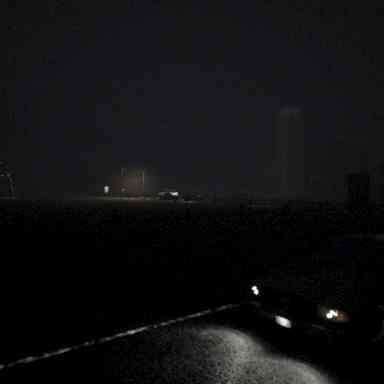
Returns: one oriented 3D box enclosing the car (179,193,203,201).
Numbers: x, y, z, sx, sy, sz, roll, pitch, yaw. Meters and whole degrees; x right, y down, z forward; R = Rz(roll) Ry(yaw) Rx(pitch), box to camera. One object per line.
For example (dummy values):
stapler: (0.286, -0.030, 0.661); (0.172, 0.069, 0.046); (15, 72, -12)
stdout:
car: (0.175, 0.993, 64.762); (2.128, 1.511, 4.902); (-1, 1, -36)

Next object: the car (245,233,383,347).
car: (3.528, 1.549, 6.503); (5.357, 1.411, 2.033); (0, 0, -35)

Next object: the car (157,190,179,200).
car: (-5.162, 0.504, 72.113); (2.150, 2.045, 5.566); (-1, 1, -36)

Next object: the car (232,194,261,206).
car: (7.961, 1.042, 49.077); (2.097, 1.767, 4.553); (-1, 1, -36)

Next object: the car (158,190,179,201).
car: (-4.339, 0.980, 66.276); (2.128, 1.511, 4.902); (-1, 1, -36)
